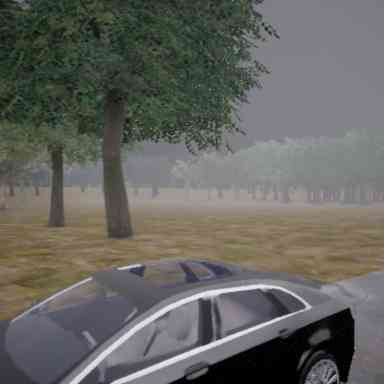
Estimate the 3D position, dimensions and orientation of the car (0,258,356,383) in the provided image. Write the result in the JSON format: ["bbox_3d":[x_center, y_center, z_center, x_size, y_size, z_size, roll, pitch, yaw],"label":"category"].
[{"bbox_3d":[-0.436,1.490,3.065,4.902,1.511,2.128,0,0,-35],"label":"car"}]
